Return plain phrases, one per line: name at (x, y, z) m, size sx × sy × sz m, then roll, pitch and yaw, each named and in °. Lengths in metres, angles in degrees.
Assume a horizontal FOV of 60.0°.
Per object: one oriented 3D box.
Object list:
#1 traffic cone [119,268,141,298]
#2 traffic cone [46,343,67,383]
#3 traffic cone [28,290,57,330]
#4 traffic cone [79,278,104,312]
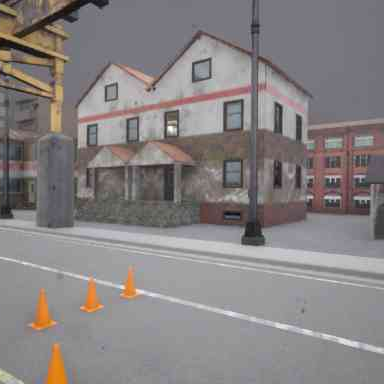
traffic cone at (-1.346, 1.949, 7.228) m, size 0.340 × 0.580 × 0.340 m, roll 0°, pitch 0°, yaw 36°
traffic cone at (-1.479, 1.952, 3.625) m, size 0.340 × 0.580 × 0.340 m, roll 0°, pitch 0°, yaw 36°
traffic cone at (-2.516, 1.949, 5.606) m, size 0.340 × 0.580 × 0.340 m, roll 0°, pitch 0°, yaw 36°
traffic cone at (-1.931, 1.949, 6.417) m, size 0.340 × 0.580 × 0.340 m, roll 0°, pitch 0°, yaw 36°
